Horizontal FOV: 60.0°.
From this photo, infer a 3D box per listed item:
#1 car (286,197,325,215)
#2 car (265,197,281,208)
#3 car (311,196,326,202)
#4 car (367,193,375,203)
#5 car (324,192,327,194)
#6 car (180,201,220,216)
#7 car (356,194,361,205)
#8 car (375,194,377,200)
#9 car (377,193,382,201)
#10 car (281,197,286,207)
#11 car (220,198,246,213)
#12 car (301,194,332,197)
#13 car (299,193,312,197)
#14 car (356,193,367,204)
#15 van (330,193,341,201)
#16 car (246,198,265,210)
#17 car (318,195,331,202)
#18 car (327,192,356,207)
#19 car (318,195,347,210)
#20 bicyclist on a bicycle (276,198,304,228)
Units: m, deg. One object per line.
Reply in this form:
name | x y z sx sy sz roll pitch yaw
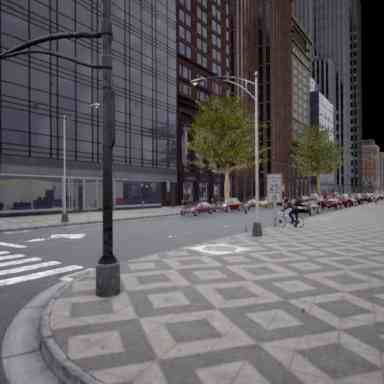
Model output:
car | 10.794 1.423 31.446 1.947 1.339 4.313 0 0 35
car | 10.075 1.424 45.434 1.752 1.417 4.829 0 0 35
car | 26.164 1.416 68.800 1.947 1.339 4.313 0 0 35
car | 33.178 1.098 63.958 2.192 1.841 5.009 0 0 35
car | 22.310 1.050 52.706 2.150 2.045 5.566 -1 0 35
car | 0.577 1.523 31.640 1.802 1.307 4.206 0 0 35
car | 23.585 1.377 50.023 1.947 1.339 4.313 0 0 35
car | 36.472 1.301 68.741 1.752 1.417 4.829 0 0 35
car | 42.771 1.357 77.889 1.802 1.307 4.206 -1 0 35
car | 13.370 1.454 50.220 1.947 1.339 4.313 0 0 35
car | 3.774 1.365 36.285 1.967 1.590 4.097 0 0 35
car | 16.620 1.338 44.442 2.128 1.511 4.902 -1 0 35
car | 19.766 1.414 59.510 1.887 1.381 4.507 0 0 35
car | 26.781 1.116 54.669 2.192 1.841 5.009 0 0 35
van | 35.755 1.183 82.735 1.690 1.788 3.998 -1 0 35
car | 6.974 1.493 40.930 1.802 1.307 4.206 0 0 35
car | 29.361 1.425 73.444 1.802 1.307 4.206 0 0 35
car | 20.386 1.135 45.381 2.192 1.841 5.009 0 0 35
car | 17.189 1.376 40.735 1.887 1.381 4.507 0 0 35
bicyclist on a bicycle | 5.360 1.176 18.332 1.656 1.620 0.582 -1 0 35
